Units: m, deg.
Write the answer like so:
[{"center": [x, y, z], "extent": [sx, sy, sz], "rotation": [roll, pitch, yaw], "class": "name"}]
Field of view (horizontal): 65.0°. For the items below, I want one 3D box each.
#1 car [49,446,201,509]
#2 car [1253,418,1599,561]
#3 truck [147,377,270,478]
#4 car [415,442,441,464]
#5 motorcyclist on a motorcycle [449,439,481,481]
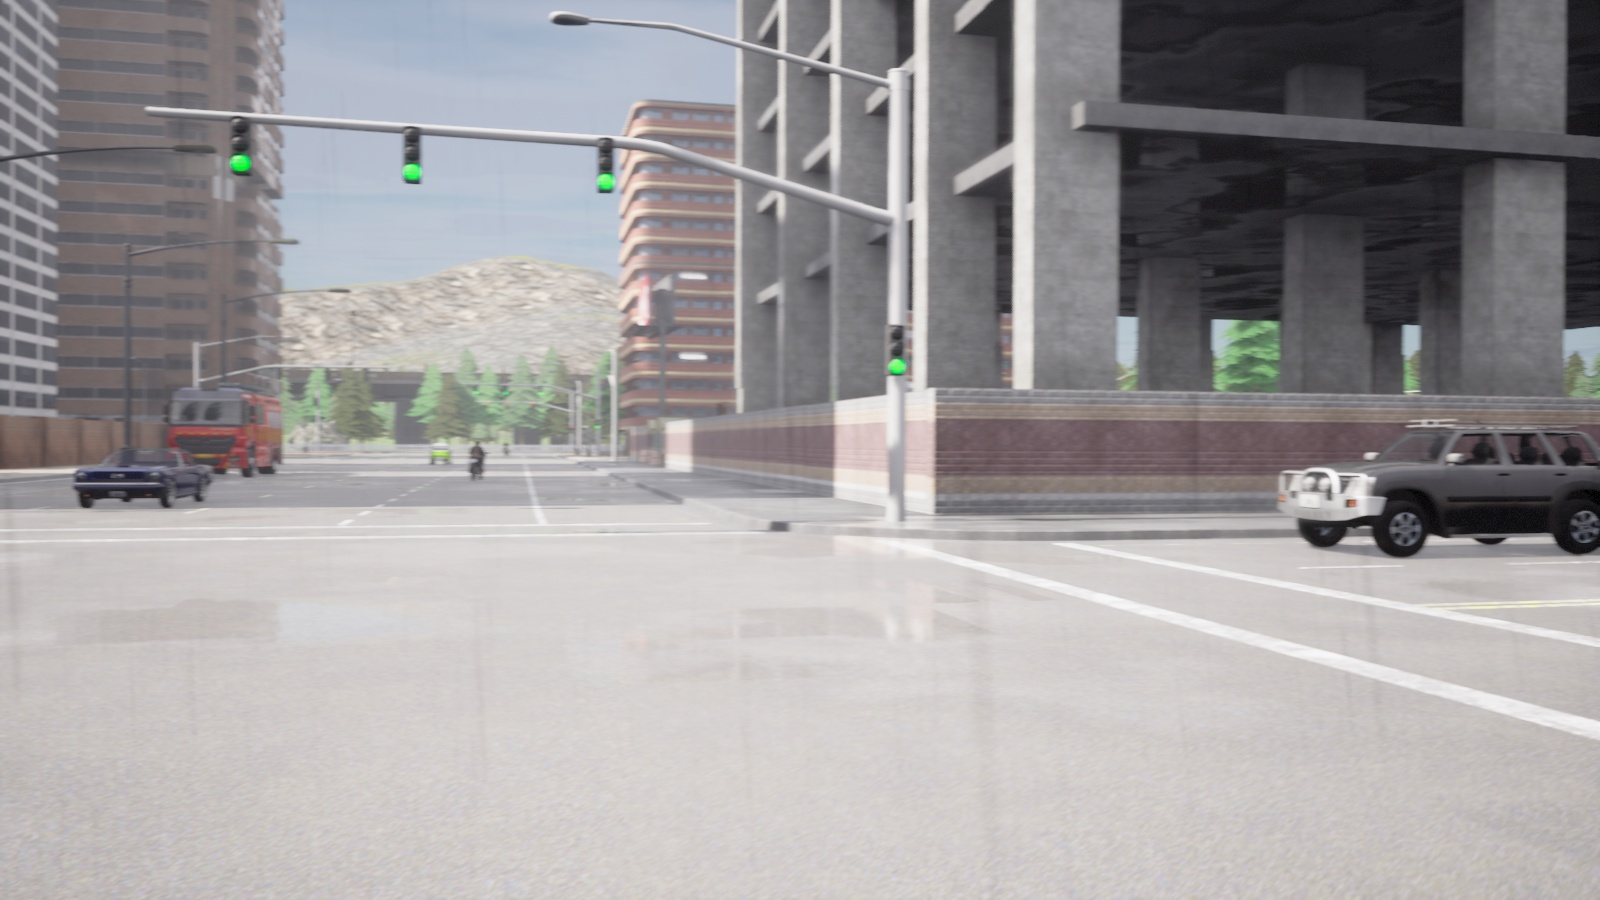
[{"center": [-15.313, 0.581, 28.761], "extent": [1.895, 1.301, 4.718], "rotation": [0, 0, -13], "class": "car"}, {"center": [9.042, 0.515, 17.792], "extent": [4.605, 1.855, 1.932], "rotation": [0, 0, -13], "class": "car"}, {"center": [-24.341, -0.878, 52.151], "extent": [2.891, 3.827, 8.468], "rotation": [0, 0, -13], "class": "truck"}, {"center": [-23.454, 0.187, 79.216], "extent": [1.481, 1.376, 2.207], "rotation": [0, 1, -13], "class": "car"}, {"center": [-12.576, 0.372, 47.150], "extent": [0.797, 1.523, 2.044], "rotation": [-1, 0, -5], "class": "motorcyclist on a motorcycle"}]
